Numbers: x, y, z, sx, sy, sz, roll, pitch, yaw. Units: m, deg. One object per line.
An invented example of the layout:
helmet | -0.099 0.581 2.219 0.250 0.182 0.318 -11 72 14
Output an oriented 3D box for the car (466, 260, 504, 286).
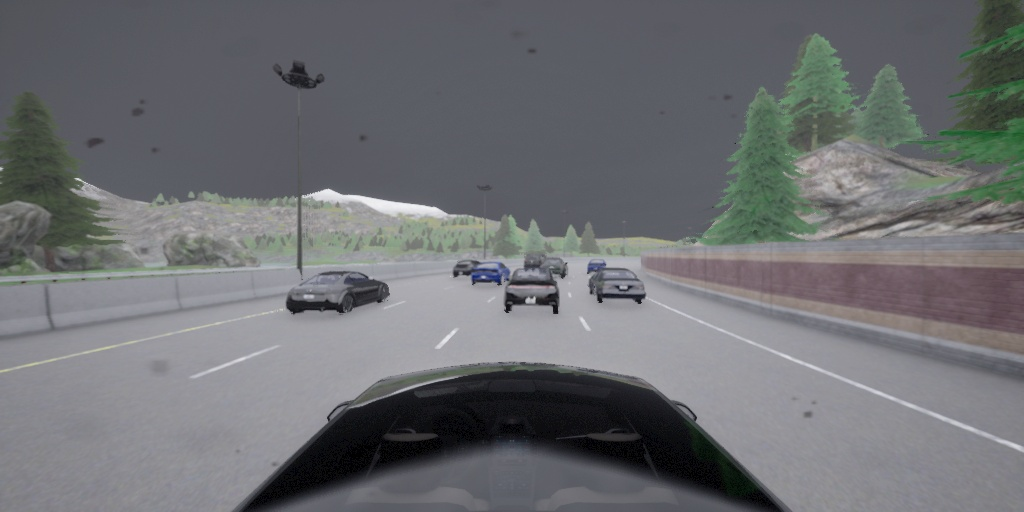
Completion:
car | -1.299 1.104 24.056 1.882 1.535 5.008 0 0 9

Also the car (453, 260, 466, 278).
car | -3.556 1.091 30.809 1.837 1.490 4.892 0 0 12

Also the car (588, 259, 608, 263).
car | 8.977 1.048 37.521 1.882 1.535 5.008 0 0 16

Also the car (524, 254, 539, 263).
car | 3.011 0.757 41.986 2.150 2.045 5.566 0 0 17

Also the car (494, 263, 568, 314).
car | 0.811 1.178 13.582 2.128 1.511 4.902 0 0 5

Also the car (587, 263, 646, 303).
car | 4.545 1.227 16.102 2.033 1.411 5.357 0 0 7

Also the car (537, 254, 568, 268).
car | 3.759 0.947 31.338 2.097 1.767 4.553 0 0 13

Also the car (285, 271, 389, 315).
car | -6.235 1.240 13.312 1.994 1.385 4.181 0 0 5
